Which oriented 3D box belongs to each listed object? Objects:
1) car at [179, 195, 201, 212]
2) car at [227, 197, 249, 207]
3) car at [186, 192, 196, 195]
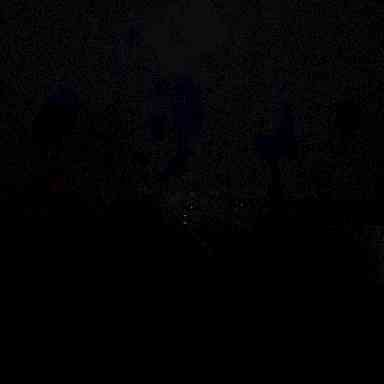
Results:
[{"bbox_3d":[-0.238,1.337,35.767,1.994,1.385,4.181,0,0,-7],"label":"car"},{"bbox_3d":[5.923,1.279,43.535,1.895,1.301,4.718,0,0,-7],"label":"car"},{"bbox_3d":[-0.007,0.821,95.602,1.812,1.442,4.674,0,0,-6],"label":"car"}]
